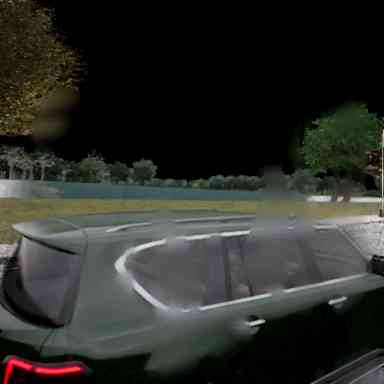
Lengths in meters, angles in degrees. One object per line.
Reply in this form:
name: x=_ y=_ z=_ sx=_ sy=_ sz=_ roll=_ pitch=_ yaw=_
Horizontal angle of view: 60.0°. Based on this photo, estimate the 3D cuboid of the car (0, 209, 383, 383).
car: x=0.686 y=1.231 z=3.926 sx=5.566 sy=2.045 sz=2.150 roll=0 pitch=0 yaw=-36
